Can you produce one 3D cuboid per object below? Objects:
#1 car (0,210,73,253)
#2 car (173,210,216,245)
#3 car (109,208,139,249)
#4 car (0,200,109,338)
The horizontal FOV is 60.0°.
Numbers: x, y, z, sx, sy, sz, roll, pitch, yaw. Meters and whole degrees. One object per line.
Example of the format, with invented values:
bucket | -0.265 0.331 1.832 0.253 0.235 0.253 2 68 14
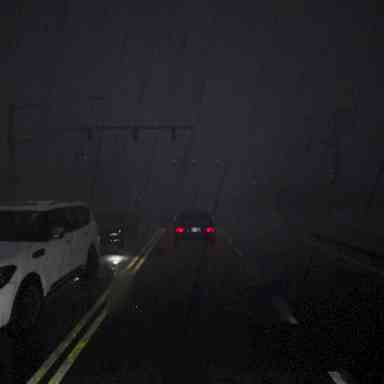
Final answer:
car | -7.001 1.587 14.517 1.895 1.301 4.718 0 0 0
car | 0.100 1.532 15.537 2.033 1.411 5.357 0 0 0
car | -3.501 1.491 14.547 1.837 1.490 4.892 0 0 0
car | -3.573 1.218 6.954 2.150 2.045 5.566 0 0 0
